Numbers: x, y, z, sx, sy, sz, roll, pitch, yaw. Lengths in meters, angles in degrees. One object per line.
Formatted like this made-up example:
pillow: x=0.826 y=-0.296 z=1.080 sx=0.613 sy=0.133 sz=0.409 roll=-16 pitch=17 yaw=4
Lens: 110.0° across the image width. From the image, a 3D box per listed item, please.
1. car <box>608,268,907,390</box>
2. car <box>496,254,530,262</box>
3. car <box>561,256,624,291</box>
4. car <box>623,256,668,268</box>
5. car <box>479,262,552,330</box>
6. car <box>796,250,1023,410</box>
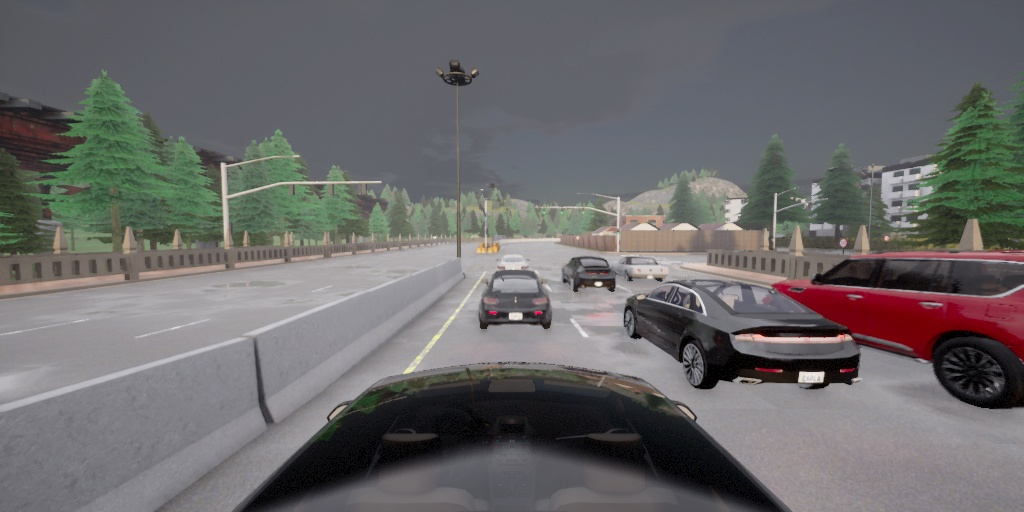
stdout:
car: x=3.585 y=1.183 z=6.711 sx=2.128 sy=1.511 sz=4.902 roll=0 pitch=1 yaw=0
car: x=0.053 y=0.589 z=20.414 sx=1.812 sy=1.442 sz=4.674 roll=0 pitch=3 yaw=0
car: x=3.563 y=0.747 z=17.200 sx=1.837 sy=1.490 sz=4.892 roll=0 pitch=4 yaw=0
car: x=7.054 y=0.660 z=20.541 sx=1.895 sy=1.301 sz=4.718 roll=0 pitch=3 yaw=0
car: x=0.078 y=1.107 z=10.429 sx=1.812 sy=1.442 sz=4.674 roll=0 pitch=2 yaw=0
car: x=7.085 y=0.920 z=6.229 sx=2.150 sy=2.045 sz=5.566 roll=0 pitch=1 yaw=0
